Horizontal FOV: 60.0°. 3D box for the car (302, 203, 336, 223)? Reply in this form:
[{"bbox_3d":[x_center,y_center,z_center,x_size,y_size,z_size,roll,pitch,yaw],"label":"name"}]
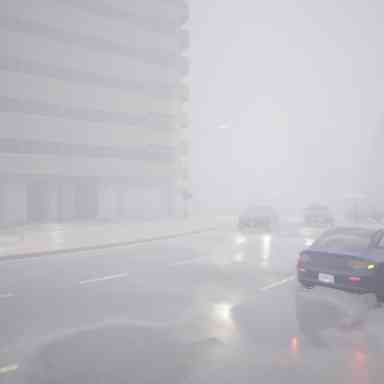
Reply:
[{"bbox_3d":[9.051,1.592,23.788,1.837,1.490,4.892,0,0,17],"label":"car"}]

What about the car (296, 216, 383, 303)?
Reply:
[{"bbox_3d":[4.250,1.554,8.330,1.812,1.442,4.674,0,0,43],"label":"car"}]

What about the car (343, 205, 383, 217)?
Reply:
[{"bbox_3d":[13.796,1.690,27.161,1.895,1.301,4.718,0,0,12],"label":"car"}]

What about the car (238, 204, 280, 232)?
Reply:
[{"bbox_3d":[4.413,1.568,21.344,1.882,1.535,5.008,0,0,23],"label":"car"}]
